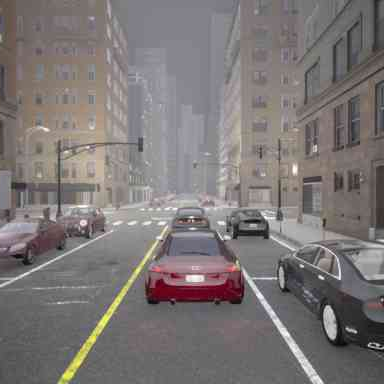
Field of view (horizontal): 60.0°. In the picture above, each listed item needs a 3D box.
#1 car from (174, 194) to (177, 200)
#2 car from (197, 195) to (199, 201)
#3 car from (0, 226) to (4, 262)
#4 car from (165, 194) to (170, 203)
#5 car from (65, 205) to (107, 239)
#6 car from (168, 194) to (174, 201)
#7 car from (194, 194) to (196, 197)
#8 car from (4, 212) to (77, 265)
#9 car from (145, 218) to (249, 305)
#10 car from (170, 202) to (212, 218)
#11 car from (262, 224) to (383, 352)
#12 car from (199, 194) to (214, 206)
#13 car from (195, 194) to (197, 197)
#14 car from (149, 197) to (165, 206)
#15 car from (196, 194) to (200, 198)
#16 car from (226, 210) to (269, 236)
[{"bbox_3d":[-6.055,1.455,92.058,2.192,1.841,5.009,0,0,0],"label":"car"},{"bbox_3d":[2.567,1.606,65.048,2.008,1.369,4.403,0,0,0],"label":"car"},{"bbox_3d":[-5.698,1.566,6.092,1.947,1.339,4.313,0,0,0],"label":"car"},{"bbox_3d":[-5.958,1.606,65.014,2.008,1.369,4.403,0,0,0],"label":"car"},{"bbox_3d":[-5.757,1.440,17.095,1.967,1.590,4.097,0,0,0],"label":"car"},{"bbox_3d":[-6.015,1.624,81.070,1.752,1.417,4.829,0,0,0],"label":"car"},{"bbox_3d":[2.470,1.455,92.093,2.192,1.841,5.009,0,0,0],"label":"car"},{"bbox_3d":[-5.728,1.582,11.594,1.802,1.307,4.206,0,0,0],"label":"car"},{"bbox_3d":[0.040,1.564,8.135,1.994,1.385,4.181,0,0,-1],"label":"car"},{"bbox_3d":[-0.051,1.505,17.048,1.837,1.490,4.892,0,0,0],"label":"car"},{"bbox_3d":[2.827,1.550,6.138,2.008,1.369,4.403,0,0,0],"label":"car"},{"bbox_3d":[2.604,1.475,54.230,1.967,1.590,4.097,0,0,0],"label":"car"},{"bbox_3d":[2.489,1.559,86.684,1.967,1.590,4.097,0,0,0],"label":"car"},{"bbox_3d":[-5.920,1.617,54.198,1.802,1.307,4.206,0,0,0],"label":"car"},{"bbox_3d":[2.528,1.523,75.866,1.967,1.590,4.097,0,0,0],"label":"car"},{"bbox_3d":[2.768,1.566,17.140,1.947,1.339,4.313,0,0,0],"label":"car"}]
